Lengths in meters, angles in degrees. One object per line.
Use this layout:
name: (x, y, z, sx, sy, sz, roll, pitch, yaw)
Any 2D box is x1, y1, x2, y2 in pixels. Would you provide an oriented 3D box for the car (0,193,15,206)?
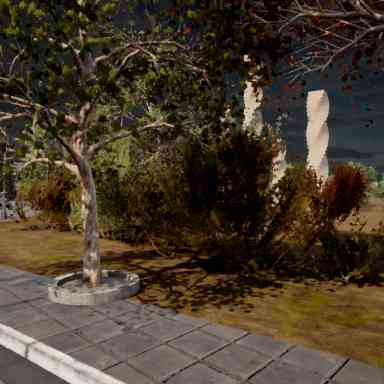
car: (-23.434, 1.191, 40.474, 2.033, 1.411, 5.357, 1, 1, -37)
